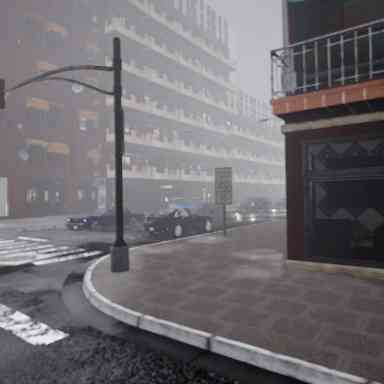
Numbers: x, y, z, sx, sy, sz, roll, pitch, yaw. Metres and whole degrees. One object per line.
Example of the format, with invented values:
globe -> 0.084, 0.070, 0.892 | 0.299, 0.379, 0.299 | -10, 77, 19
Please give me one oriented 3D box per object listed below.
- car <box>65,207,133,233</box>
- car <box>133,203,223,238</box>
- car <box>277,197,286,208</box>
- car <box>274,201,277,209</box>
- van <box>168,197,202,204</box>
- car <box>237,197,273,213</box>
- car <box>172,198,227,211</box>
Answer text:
car -> -5.078, 1.608, 19.819 | 1.895, 1.301, 4.718 | -1, -1, 34
car -> -0.565, 1.441, 16.839 | 2.008, 1.369, 4.403 | -1, -1, 36
car -> 12.645, 1.420, 44.547 | 1.882, 1.535, 5.008 | -2, -1, 36
car -> 9.219, 1.441, 44.080 | 1.967, 1.590, 4.097 | -1, -1, 36
van -> -0.501, 1.375, 30.484 | 1.690, 1.788, 3.998 | -1, -1, 36
car -> 6.668, 1.315, 36.285 | 2.097, 1.767, 4.553 | -2, -1, 35
car -> 0.966, 1.530, 28.295 | 2.033, 1.411, 5.357 | -2, -1, 35
